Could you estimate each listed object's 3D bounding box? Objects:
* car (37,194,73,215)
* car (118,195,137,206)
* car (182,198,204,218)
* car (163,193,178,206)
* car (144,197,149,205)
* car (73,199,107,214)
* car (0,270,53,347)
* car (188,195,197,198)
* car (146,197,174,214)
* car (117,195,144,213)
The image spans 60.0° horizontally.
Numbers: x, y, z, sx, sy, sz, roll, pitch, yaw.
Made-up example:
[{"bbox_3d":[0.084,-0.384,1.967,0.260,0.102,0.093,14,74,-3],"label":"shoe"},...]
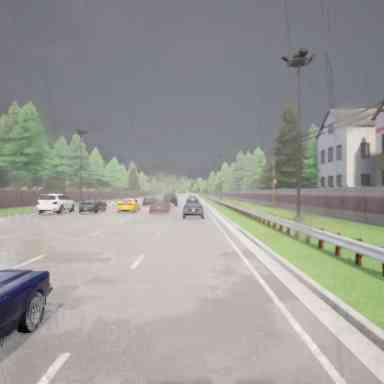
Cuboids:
[{"bbox_3d":[-13.888,1.208,34.292,2.150,2.045,5.566,0,0,0],"label":"car"},{"bbox_3d":[-10.395,1.332,53.955,2.097,1.767,4.553,0,0,0],"label":"car"},{"bbox_3d":[0.109,1.536,29.538,2.033,1.411,5.357,0,0,0],"label":"car"},{"bbox_3d":[-3.395,1.202,52.763,2.150,2.045,5.566,0,0,0],"label":"car"},{"bbox_3d":[-6.894,1.471,53.787,2.128,1.511,4.902,0,0,0],"label":"car"},{"bbox_3d":[-10.390,1.478,35.026,2.128,1.511,4.902,0,0,0],"label":"car"},{"bbox_3d":[-3.399,1.599,3.789,1.895,1.301,4.718,0,0,0],"label":"car"},{"bbox_3d":[0.102,1.333,52.925,2.097,1.767,4.553,0,0,0],"label":"car"},{"bbox_3d":[-3.389,1.550,35.847,1.994,1.385,4.181,0,0,0],"label":"car"},{"bbox_3d":[-6.888,1.463,36.722,1.882,1.535,5.008,0,0,0],"label":"car"}]
